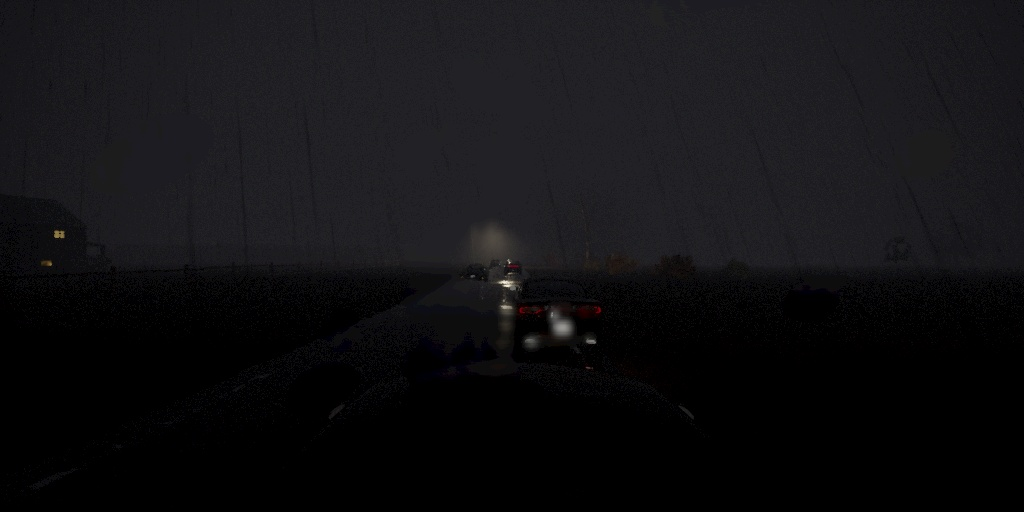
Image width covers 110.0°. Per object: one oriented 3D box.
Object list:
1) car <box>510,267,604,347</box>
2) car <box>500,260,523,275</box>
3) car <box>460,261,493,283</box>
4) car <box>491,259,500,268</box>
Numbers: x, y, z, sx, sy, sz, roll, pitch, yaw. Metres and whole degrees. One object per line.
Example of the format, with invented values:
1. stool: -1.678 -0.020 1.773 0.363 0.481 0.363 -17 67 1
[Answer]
1. car: 0.969 1.226 9.330 1.882 1.535 5.008 0 0 0
2. car: 0.101 1.234 38.691 2.128 1.511 4.902 0 0 0
3. car: -2.839 1.308 28.135 1.994 1.385 4.181 0 0 0
4. car: -2.730 1.243 58.610 1.837 1.490 4.892 0 0 0
